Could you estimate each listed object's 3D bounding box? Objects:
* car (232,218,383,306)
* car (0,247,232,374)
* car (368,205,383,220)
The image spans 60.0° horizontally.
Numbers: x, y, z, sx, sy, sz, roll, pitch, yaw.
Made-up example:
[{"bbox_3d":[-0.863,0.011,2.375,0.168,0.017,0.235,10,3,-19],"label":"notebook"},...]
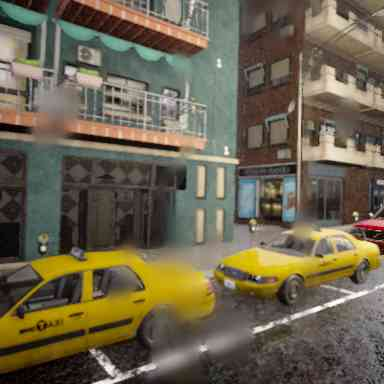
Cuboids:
[{"bbox_3d":[2.725,1.506,8.013,4.829,1.417,1.752,0,2,-35],"label":"car"},{"bbox_3d":[-1.885,1.522,4.722,4.829,1.417,1.752,0,2,-35],"label":"car"},{"bbox_3d":[7.478,1.279,11.397,5.009,1.841,2.192,0,2,-35],"label":"car"}]
